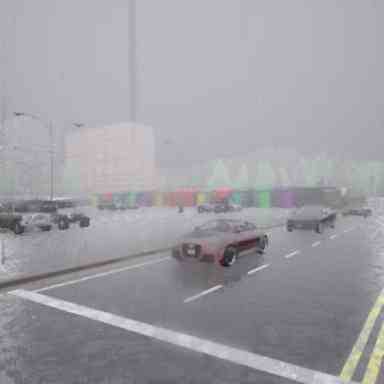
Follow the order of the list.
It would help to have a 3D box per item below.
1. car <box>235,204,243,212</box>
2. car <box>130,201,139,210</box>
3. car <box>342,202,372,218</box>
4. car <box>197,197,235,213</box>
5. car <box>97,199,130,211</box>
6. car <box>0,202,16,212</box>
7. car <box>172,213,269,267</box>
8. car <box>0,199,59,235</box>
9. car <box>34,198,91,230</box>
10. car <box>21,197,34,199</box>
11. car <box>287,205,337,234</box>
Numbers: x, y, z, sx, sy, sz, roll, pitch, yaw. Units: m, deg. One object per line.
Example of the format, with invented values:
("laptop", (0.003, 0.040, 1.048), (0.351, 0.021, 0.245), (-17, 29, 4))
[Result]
("car", (4.244, 1.752, 40.920), (3.806, 1.475, 1.970), (-1, -1, 35))
("car", (-10.022, 2.031, 50.994), (3.905, 1.438, 1.784), (-1, -1, 35))
("car", (15.589, 1.656, 31.354), (1.994, 1.385, 4.181), (-1, -1, 37))
("car", (2.559, 1.513, 38.565), (3.866, 1.878, 1.905), (-1, -1, 35))
("car", (-11.751, 1.823, 48.669), (4.605, 1.855, 1.932), (-1, -1, 35))
("car", (-28.755, 2.303, 50.617), (3.905, 1.438, 1.784), (-1, -1, 35))
("car", (1.150, 1.674, 11.951), (1.994, 1.385, 4.181), (-1, -1, 36))
("car", (-10.465, 1.517, 20.196), (4.605, 1.855, 1.932), (-1, -1, 35))
("car", (-8.748, 1.518, 22.527), (3.866, 1.878, 1.905), (-1, -1, 35))
("car", (-27.249, 2.093, 52.839), (4.605, 1.855, 1.932), (-1, -1, 35))
("car", (7.465, 1.581, 20.512), (1.882, 1.535, 5.008), (-1, 0, 37))
